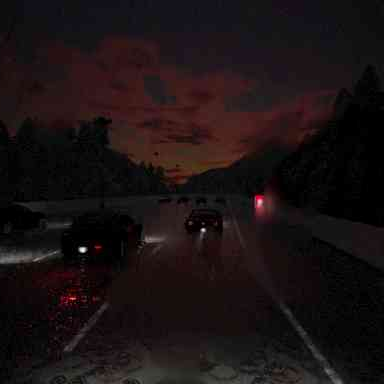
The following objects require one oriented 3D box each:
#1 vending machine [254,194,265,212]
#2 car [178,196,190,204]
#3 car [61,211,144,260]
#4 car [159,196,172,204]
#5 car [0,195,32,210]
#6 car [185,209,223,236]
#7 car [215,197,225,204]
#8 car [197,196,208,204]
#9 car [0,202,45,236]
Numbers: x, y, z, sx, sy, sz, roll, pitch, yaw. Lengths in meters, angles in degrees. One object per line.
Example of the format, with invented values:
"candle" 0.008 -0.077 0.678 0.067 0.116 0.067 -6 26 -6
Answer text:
"vending machine" 7.855 1.288 38.815 1.100 2.100 0.880 1 0 6
"car" -1.561 1.475 64.793 1.837 1.490 4.892 1 -1 6
"car" -3.070 1.465 12.294 1.837 1.490 4.892 0 0 4
"car" -5.120 1.420 64.376 2.128 1.511 4.902 1 0 6
"car" -21.707 1.205 40.155 1.882 1.535 5.008 1 0 6
"car" 0.785 1.608 18.700 1.895 1.301 4.718 1 0 6
"car" 5.405 1.623 64.116 1.994 1.385 4.181 1 0 6
"car" 1.935 1.520 64.602 1.837 1.490 4.892 1 0 6
"car" -9.751 1.355 17.673 1.882 1.535 5.008 0 0 5
